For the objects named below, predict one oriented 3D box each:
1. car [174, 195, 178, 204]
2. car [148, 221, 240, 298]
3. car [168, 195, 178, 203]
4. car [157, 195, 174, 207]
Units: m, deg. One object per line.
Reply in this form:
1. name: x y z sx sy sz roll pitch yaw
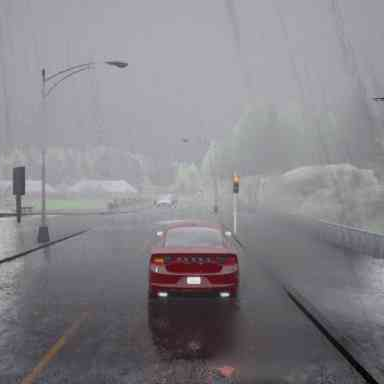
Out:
1. car: -4.125 1.526 60.740 1.812 1.442 4.674 0 0 1
2. car: 0.053 1.478 8.591 1.882 1.535 5.008 0 0 0
3. car: -4.052 1.500 70.905 1.837 1.490 4.892 0 0 0
4. car: -4.132 1.526 50.822 1.812 1.442 4.674 0 0 0
